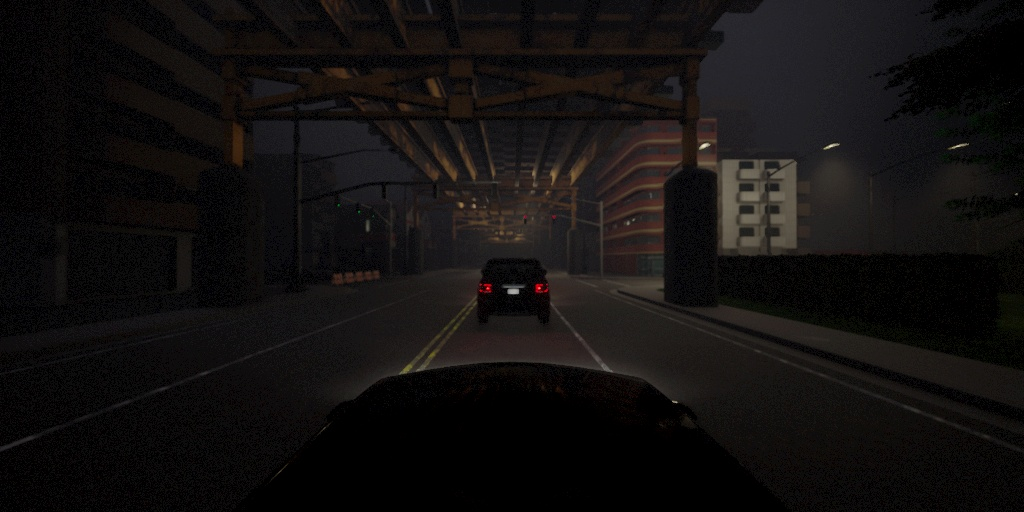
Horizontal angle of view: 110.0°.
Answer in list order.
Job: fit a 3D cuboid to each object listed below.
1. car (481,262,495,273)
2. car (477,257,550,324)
[{"bbox_3d":[-3.561,1.705,53.849,1.812,1.442,4.674,0,0,0],"label":"car"},{"bbox_3d":[0.062,1.063,12.434,2.150,2.045,5.566,0,0,0],"label":"car"}]
